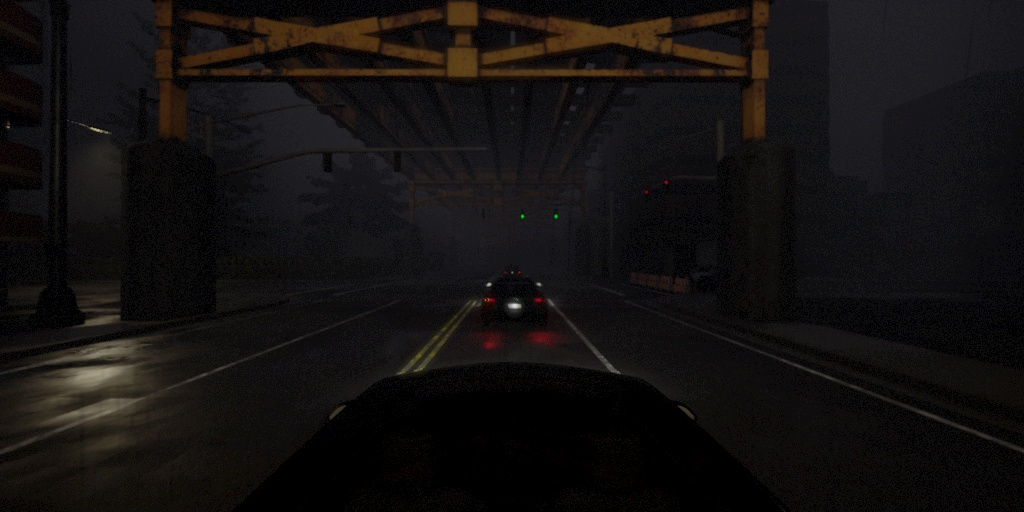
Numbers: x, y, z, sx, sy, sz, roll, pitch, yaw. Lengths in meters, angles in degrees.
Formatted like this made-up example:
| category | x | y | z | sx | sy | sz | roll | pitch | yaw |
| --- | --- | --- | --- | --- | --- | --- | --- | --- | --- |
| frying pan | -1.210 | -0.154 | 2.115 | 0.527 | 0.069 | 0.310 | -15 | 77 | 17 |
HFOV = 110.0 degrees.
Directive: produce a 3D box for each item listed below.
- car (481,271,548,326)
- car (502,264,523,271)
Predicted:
| category | x | y | z | sx | sy | sz | roll | pitch | yaw |
| --- | --- | --- | --- | --- | --- | --- | --- | --- | --- |
| car | 0.075 | 1.375 | 11.952 | 1.994 | 1.385 | 4.181 | 0 | 0 | 0 |
| car | 0.024 | 1.486 | 33.430 | 2.033 | 1.411 | 5.357 | 0 | 0 | 0 |
